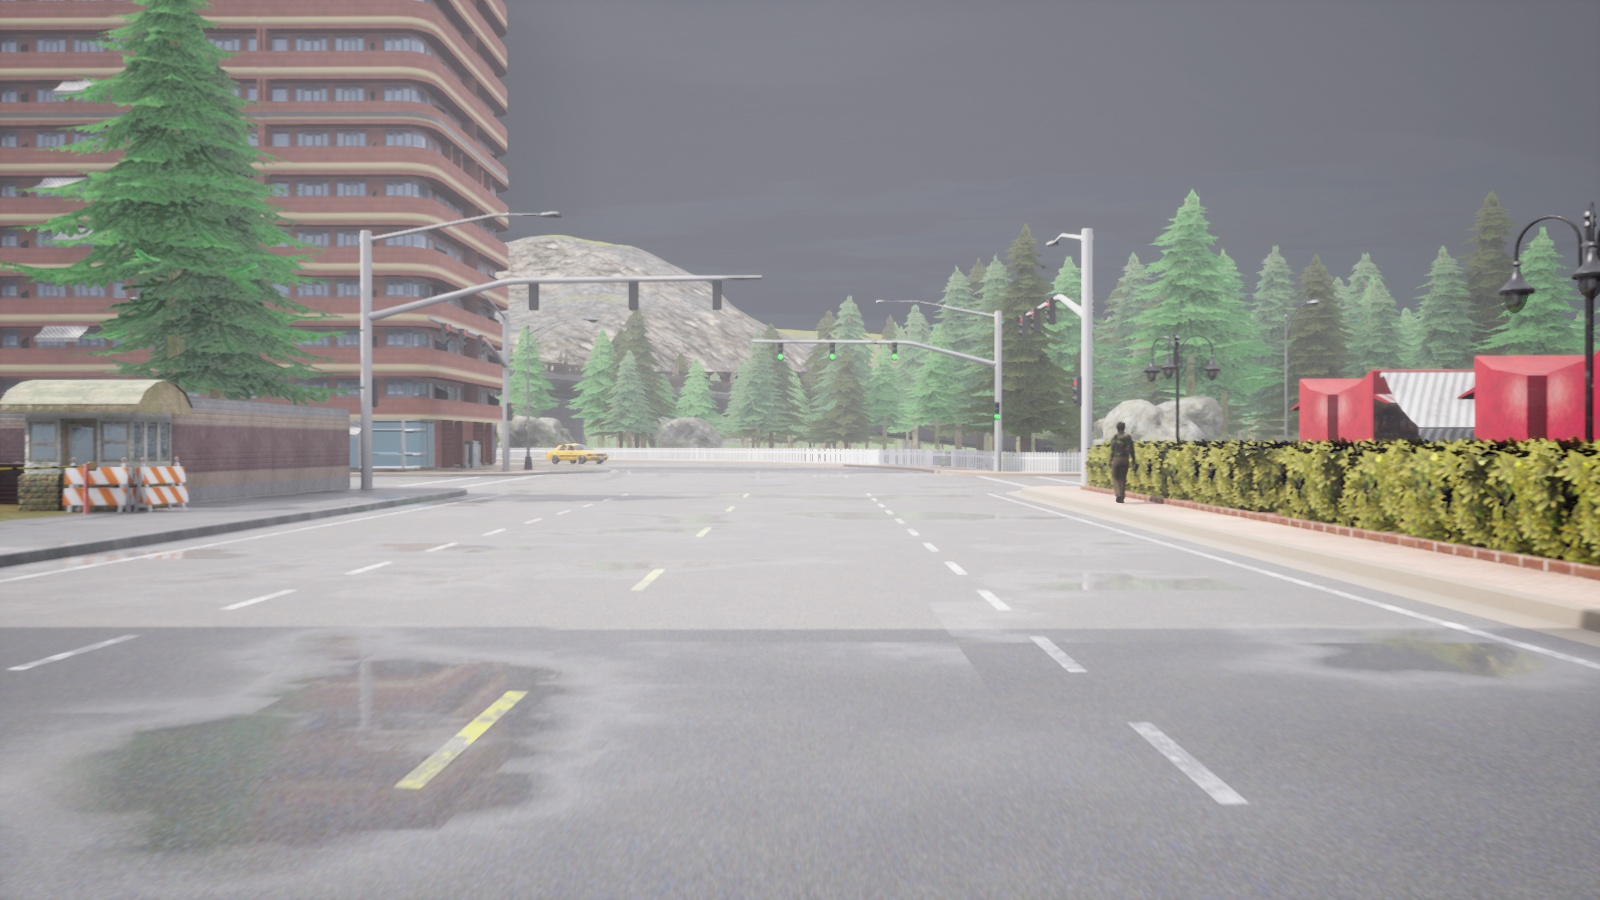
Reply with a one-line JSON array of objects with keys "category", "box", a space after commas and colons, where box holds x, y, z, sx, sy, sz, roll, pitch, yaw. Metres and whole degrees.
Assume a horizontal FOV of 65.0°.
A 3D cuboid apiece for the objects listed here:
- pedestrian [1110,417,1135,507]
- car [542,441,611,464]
[{"category": "pedestrian", "box": [7.026, 0.252, 27.372, 0.395, 1.930, 0.692, 0, 0, 2]}, {"category": "car", "box": [-15.722, 0.176, 88.082, 5.366, 1.575, 1.801, 0, 0, 41]}]
